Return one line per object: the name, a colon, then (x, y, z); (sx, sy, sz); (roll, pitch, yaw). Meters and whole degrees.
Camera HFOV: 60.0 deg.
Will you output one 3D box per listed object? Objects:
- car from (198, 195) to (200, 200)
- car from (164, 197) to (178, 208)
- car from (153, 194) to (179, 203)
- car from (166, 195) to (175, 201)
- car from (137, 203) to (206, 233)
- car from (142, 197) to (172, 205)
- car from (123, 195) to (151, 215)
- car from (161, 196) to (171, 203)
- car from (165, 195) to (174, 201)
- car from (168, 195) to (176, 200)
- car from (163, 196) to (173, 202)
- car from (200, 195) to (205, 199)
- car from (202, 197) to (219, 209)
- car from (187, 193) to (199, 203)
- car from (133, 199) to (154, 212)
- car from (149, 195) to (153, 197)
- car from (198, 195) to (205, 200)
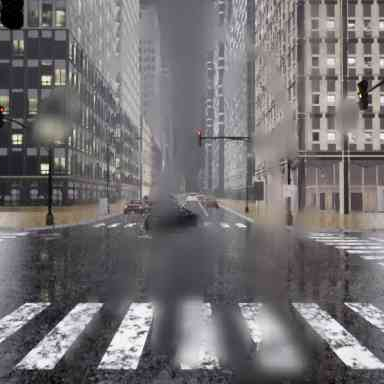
car: (2.686, 1.590, 61.656); (1.947, 1.339, 4.313); (1, 0, 0)
car: (-3.102, 1.524, 50.827); (1.837, 1.490, 4.892); (0, 0, 0)
car: (-3.107, 1.237, 40.418); (2.150, 2.045, 5.566); (0, 0, 0)
car: (-5.702, 1.587, 89.460); (2.008, 1.369, 4.403); (1, 0, 0)
car: (-1.087, 1.572, 20.003); (1.994, 1.385, 4.181); (0, 0, 27)
car: (-3.109, 1.516, 30.391); (1.837, 1.490, 4.892); (0, 0, 0)
car: (-5.684, 1.453, 33.709); (1.967, 1.590, 4.097); (1, 0, 0)
car: (-5.697, 1.573, 72.734); (1.887, 1.381, 4.507); (1, 0, 0)
car: (-5.700, 1.578, 83.885); (1.887, 1.381, 4.507); (1, 0, 0)
car: (-5.704, 1.605, 95.035); (1.947, 1.339, 4.313); (1, 0, 0)
car: (-5.698, 1.582, 78.310); (2.008, 1.369, 4.403); (1, 0, 0)
car: (2.689, 1.547, 56.249); (1.752, 1.417, 4.829); (1, 0, 0)
car: (2.690, 1.599, 44.923); (1.802, 1.307, 4.206); (1, 0, 0)
car: (0.067, 1.250, 70.517); (2.150, 2.045, 5.566); (0, 0, 0)
car: (-5.688, 1.597, 39.284); (1.802, 1.307, 4.206); (1, 0, 0)
car: (-5.685, 1.332, 44.859); (2.192, 1.841, 5.009); (1, 0, 0)
car: (2.677, 1.584, 95.119); (1.887, 1.381, 4.507); (1, 0, 0)
